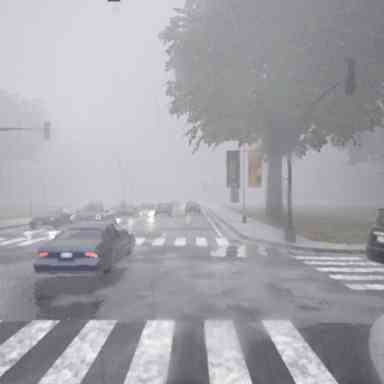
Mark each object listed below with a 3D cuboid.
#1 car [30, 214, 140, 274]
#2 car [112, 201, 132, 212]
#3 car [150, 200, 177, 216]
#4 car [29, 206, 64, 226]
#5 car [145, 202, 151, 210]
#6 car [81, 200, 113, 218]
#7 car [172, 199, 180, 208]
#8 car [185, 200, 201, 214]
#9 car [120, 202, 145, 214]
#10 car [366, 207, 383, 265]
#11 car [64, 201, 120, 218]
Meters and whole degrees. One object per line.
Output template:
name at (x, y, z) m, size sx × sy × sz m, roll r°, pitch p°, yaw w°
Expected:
car at (-3.153, 1.662, 10.860) m, size 2.033 × 1.411 × 5.357 m, roll 0°, pitch -1°, yaw 0°
car at (-9.837, 2.041, 46.866) m, size 1.994 × 1.385 × 4.181 m, roll 0°, pitch 0°, yaw 0°
car at (-3.157, 1.938, 37.865) m, size 2.033 × 1.411 × 5.357 m, roll 0°, pitch -1°, yaw 0°
car at (-9.843, 1.775, 23.897) m, size 1.812 × 1.442 × 4.674 m, roll 0°, pitch -1°, yaw 1°
car at (-6.578, 2.097, 48.572) m, size 1.895 × 1.301 × 4.718 m, roll 0°, pitch -1°, yaw 0°
car at (-9.847, 1.713, 34.928) m, size 2.097 × 1.767 × 4.553 m, roll 0°, pitch -1°, yaw 0°
car at (-3.192, 2.114, 61.682) m, size 2.128 × 1.511 × 4.902 m, roll 0°, pitch 0°, yaw 0°
car at (0.091, 2.027, 41.444) m, size 1.895 × 1.301 × 4.718 m, roll 0°, pitch -1°, yaw 0°
car at (-6.600, 1.908, 34.827) m, size 2.033 × 1.411 × 5.357 m, roll 0°, pitch -1°, yaw 0°
car at (7.872, 1.435, 9.344) m, size 5.566 × 2.045 × 2.150 m, roll 1°, pitch -2°, yaw -4°
car at (-6.601, 1.587, 22.538) m, size 2.097 × 1.767 × 4.553 m, roll 0°, pitch -1°, yaw 0°
